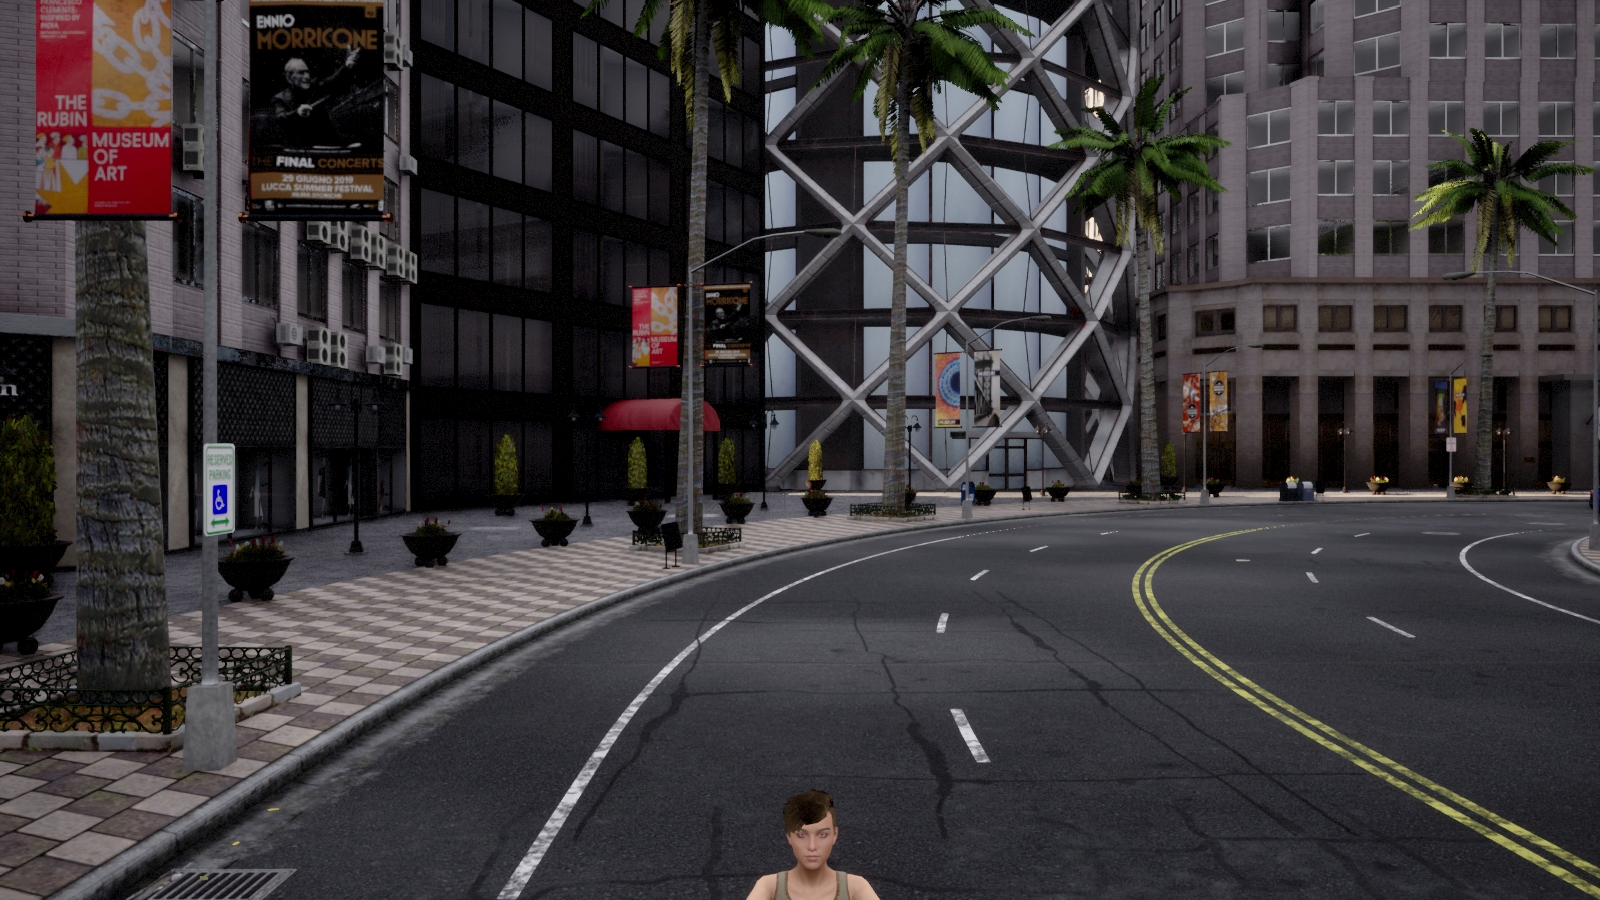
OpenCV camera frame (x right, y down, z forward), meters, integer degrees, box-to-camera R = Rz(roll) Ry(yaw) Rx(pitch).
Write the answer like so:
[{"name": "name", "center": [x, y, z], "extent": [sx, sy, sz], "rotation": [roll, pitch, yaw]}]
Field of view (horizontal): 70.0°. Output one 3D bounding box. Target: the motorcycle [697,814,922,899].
[{"name": "motorcycle", "center": [0.030, 2.170, 3.616], "extent": [0.764, 1.277, 2.356], "rotation": [0, 0, 1]}]

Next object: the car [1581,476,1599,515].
[{"name": "car", "center": [36.842, 1.968, 49.589], "extent": [4.611, 1.667, 2.242], "rotation": [0, 0, -11]}]
